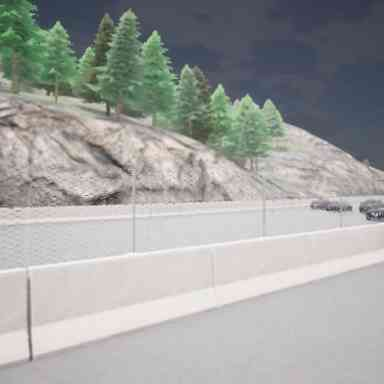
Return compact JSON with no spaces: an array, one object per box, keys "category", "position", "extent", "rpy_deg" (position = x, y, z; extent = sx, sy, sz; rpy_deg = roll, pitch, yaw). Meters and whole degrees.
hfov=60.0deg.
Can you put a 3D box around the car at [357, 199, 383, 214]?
[{"category":"car","position":[19.810,1.548,36.402],"extent":[1.837,1.490,4.892],"rpy_deg":[0,0,42]}]
